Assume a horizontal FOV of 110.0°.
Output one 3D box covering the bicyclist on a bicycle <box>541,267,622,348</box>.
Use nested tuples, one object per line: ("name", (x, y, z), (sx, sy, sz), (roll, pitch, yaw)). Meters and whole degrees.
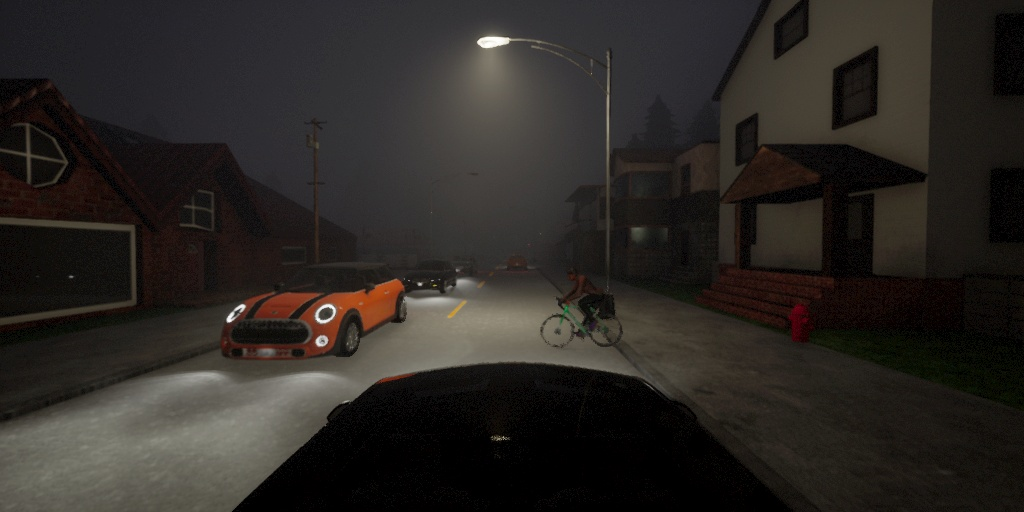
("bicyclist on a bicycle", (1.390, 1.047, 7.214), (1.656, 1.620, 0.582), (-2, 1, 1))

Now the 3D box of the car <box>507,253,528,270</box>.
("car", (0.496, 0.550, 34.991), (1.882, 1.535, 5.008), (0, 1, 1))

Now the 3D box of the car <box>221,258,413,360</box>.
("car", (-4.024, 0.961, 8.150), (2.097, 1.767, 4.553), (0, 1, 1))

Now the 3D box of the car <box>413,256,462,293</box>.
("car", (-3.905, 0.919, 17.746), (1.837, 1.490, 4.892), (0, 1, 1))

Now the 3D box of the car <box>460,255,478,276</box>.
("car", (-3.760, 0.699, 27.920), (2.128, 1.511, 4.902), (0, 1, 1))
